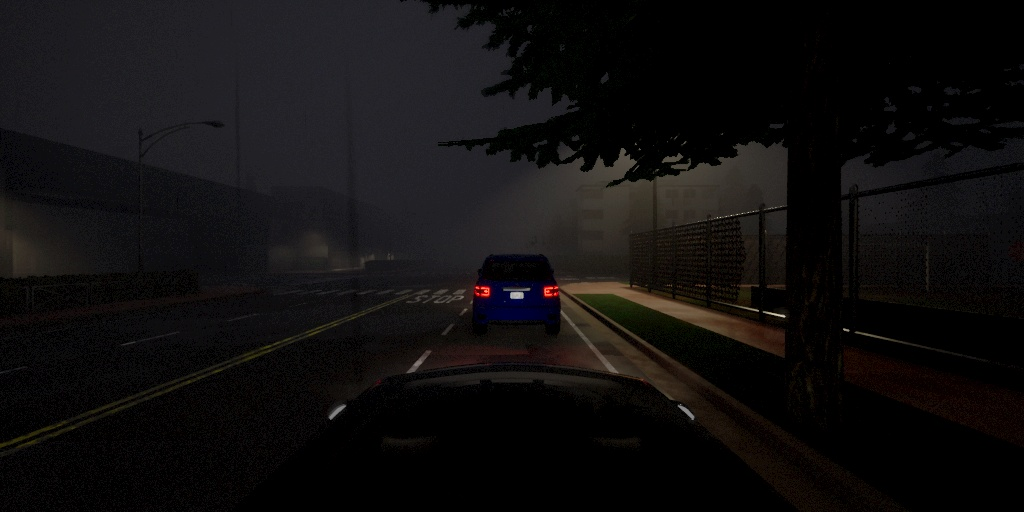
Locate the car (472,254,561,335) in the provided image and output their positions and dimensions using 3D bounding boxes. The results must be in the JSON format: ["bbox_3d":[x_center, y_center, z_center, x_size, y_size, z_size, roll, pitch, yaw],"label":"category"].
[{"bbox_3d":[0.115,0.972,10.673,2.150,2.045,5.566,0,0,0],"label":"car"}]

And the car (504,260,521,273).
[{"bbox_3d":[0.025,1.242,45.548,2.128,1.511,4.902,0,0,0],"label":"car"}]
